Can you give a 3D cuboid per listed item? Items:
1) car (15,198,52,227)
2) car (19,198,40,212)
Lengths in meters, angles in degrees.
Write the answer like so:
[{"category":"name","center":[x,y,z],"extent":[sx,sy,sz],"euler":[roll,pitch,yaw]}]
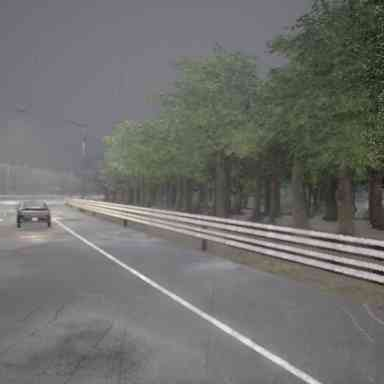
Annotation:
[{"category":"car","center":[-9.931,1.297,20.849],"extent":[2.128,1.511,4.902],"euler":[2,-1,-28]},{"category":"car","center":[-18.296,1.419,37.461],"extent":[1.994,1.385,4.181],"euler":[2,-1,-25]}]
